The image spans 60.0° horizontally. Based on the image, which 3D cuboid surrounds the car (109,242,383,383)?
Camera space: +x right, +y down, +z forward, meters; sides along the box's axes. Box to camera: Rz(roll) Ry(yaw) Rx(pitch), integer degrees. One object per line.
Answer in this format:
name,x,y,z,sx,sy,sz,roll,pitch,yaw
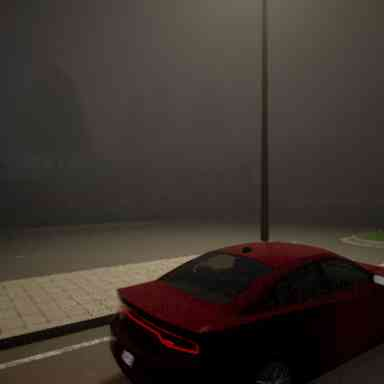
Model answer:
car,1.376,1.474,4.731,5.008,1.535,1.882,0,0,-36
